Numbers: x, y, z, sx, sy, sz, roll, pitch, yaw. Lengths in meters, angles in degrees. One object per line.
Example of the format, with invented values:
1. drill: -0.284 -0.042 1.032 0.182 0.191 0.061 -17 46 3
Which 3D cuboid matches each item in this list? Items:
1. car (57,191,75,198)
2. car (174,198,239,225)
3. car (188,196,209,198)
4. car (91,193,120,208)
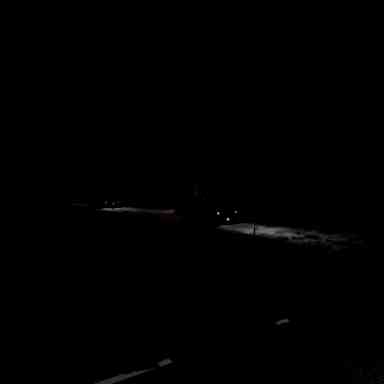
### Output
1. car: -18.880 0.410 49.799 1.812 1.442 4.674 -1 1 -36
2. car: 0.915 1.323 22.171 1.895 1.301 4.718 -1 2 -36
3. car: 0.346 1.080 27.732 1.882 1.535 5.008 -1 1 -35
4. car: -9.629 0.947 36.819 1.837 1.490 4.892 -1 2 -36
